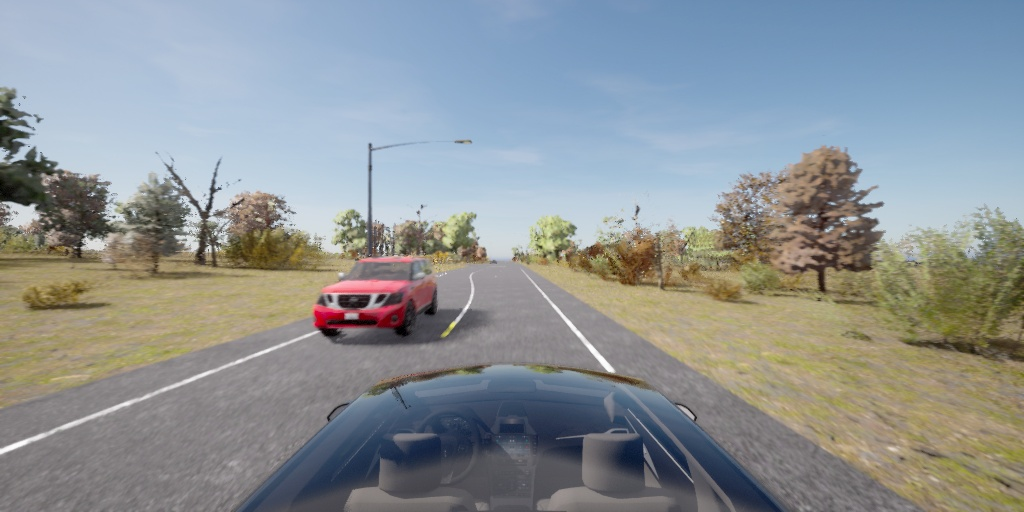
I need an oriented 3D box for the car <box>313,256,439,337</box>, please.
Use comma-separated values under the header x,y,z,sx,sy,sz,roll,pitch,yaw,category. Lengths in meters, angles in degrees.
x,y,z,sx,sy,sz,roll,pitch,yaw,category
-3.680,1.026,10.873,2.150,2.045,5.566,0,0,-1,car
